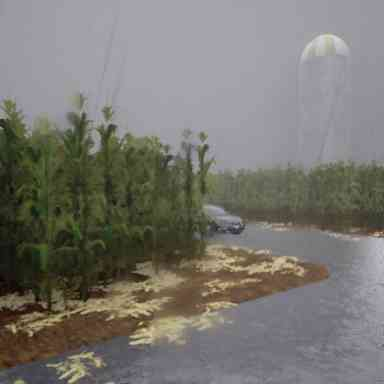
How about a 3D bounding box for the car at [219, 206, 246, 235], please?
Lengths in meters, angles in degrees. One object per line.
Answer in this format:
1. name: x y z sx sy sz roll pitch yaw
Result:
1. car: 0.679 1.339 16.933 1.837 1.490 4.892 0 0 -34
